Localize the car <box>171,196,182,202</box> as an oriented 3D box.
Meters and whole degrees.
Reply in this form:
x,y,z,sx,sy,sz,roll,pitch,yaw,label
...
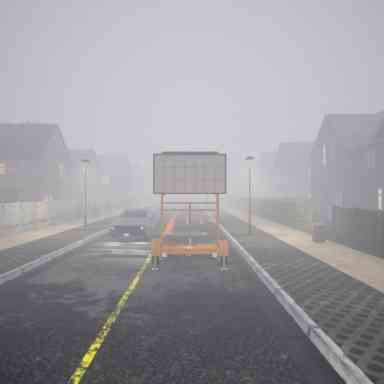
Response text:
x,y,z,sx,sy,sz,roll,pitch,yaw,label
-3.247,1.633,69.962,2.097,1.767,4.553,0,0,0,car

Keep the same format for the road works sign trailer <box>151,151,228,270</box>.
x,y,z,sx,sy,sz,roll,pitch,yaw,label
-0.070,0.467,11.009,2.380,3.560,2.880,0,0,0,road works sign trailer

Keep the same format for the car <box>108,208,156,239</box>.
x,y,z,sx,sy,sz,roll,pitch,yaw,label
-2.975,1.558,17.739,2.033,1.411,5.357,0,0,0,car
